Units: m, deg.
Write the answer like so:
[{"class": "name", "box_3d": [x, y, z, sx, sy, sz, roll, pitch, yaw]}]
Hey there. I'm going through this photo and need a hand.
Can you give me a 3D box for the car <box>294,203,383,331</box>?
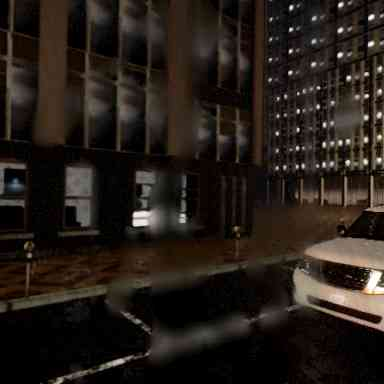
[{"class": "car", "box_3d": [4.435, 1.248, 6.540, 5.566, 2.045, 2.150, 0, 0, -35]}]
